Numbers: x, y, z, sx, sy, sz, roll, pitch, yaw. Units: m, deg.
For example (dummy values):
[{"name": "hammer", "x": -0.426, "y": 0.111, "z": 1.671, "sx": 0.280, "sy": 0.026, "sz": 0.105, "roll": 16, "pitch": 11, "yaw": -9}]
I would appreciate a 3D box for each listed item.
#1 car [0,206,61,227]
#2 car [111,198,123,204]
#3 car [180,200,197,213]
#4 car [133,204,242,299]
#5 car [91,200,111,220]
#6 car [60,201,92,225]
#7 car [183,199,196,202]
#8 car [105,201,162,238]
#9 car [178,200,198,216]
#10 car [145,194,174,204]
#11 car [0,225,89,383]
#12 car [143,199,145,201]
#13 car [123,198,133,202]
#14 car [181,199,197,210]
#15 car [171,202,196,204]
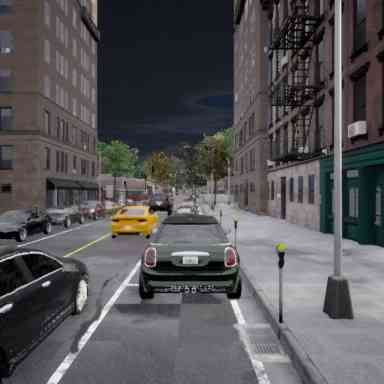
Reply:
[{"name": "car", "x": -8.408, "y": 1.567, "z": 16.351, "sx": 1.947, "sy": 1.339, "sz": 4.313, "roll": 0, "pitch": 0, "yaw": 0}, {"name": "car", "x": -8.408, "y": 1.535, "z": 32.737, "sx": 1.752, "sy": 1.417, "sz": 4.829, "roll": 0, "pitch": 0, "yaw": 0}, {"name": "car", "x": -0.383, "y": 1.596, "z": 38.428, "sx": 1.802, "sy": 1.307, "sz": 4.206, "roll": 0, "pitch": 0, "yaw": 0}, {"name": "car", "x": -0.033, "y": 1.353, "z": 8.620, "sx": 2.097, "sy": 1.767, "sz": 4.553, "roll": 0, "pitch": 0, "yaw": 0}, {"name": "car", "x": -8.408, "y": 1.446, "z": 27.388, "sx": 1.967, "sy": 1.590, "sz": 4.097, "roll": 0, "pitch": 0, "yaw": 0}, {"name": "car", "x": -8.408, "y": 1.553, "z": 21.869, "sx": 2.008, "sy": 1.369, "sz": 4.403, "roll": 0, "pitch": 0, "yaw": 0}, {"name": "car", "x": -0.383, "y": 1.531, "z": 27.562, "sx": 1.752, "sy": 1.417, "sz": 4.829, "roll": 0, "pitch": 0, "yaw": 0}, {"name": "car", "x": -2.917, "y": 1.478, "z": 17.660, "sx": 1.882, "sy": 1.535, "sz": 5.008, "roll": 0, "pitch": 0, "yaw": 0}, {"name": "car", "x": -0.383, "y": 1.554, "z": 32.910, "sx": 1.887, "sy": 1.381, "sz": 4.507, "roll": 0, "pitch": 0, "yaw": 0}, {"name": "car", "x": -3.023, "y": 1.230, "z": 33.376, "sx": 2.150, "sy": 2.045, "sz": 5.566, "roll": 0, "pitch": 0, "yaw": 1}, {"name": "car", "x": -2.920, "y": 1.506, "z": 4.614, "sx": 1.837, "sy": 1.490, "sz": 4.892, "roll": 0, "pitch": 0, "yaw": 0}, {"name": "car", "x": -5.781, "y": 1.371, "z": 47.278, "sx": 2.097, "sy": 1.767, "sz": 4.553, "roll": 0, "pitch": 0, "yaw": 0}, {"name": "car", "x": -8.408, "y": 1.454, "z": 38.426, "sx": 1.967, "sy": 1.590, "sz": 4.097, "roll": 0, "pitch": 0, "yaw": 0}, {"name": "car", "x": -0.383, "y": 1.584, "z": 43.946, "sx": 1.947, "sy": 1.339, "sz": 4.313, "roll": 0, "pitch": 0, "yaw": 0}, {"name": "car", "x": -0.383, "y": 1.584, "z": 21.873, "sx": 1.802, "sy": 1.307, "sz": 4.206, "roll": 0, "pitch": 0, "yaw": 0}]
